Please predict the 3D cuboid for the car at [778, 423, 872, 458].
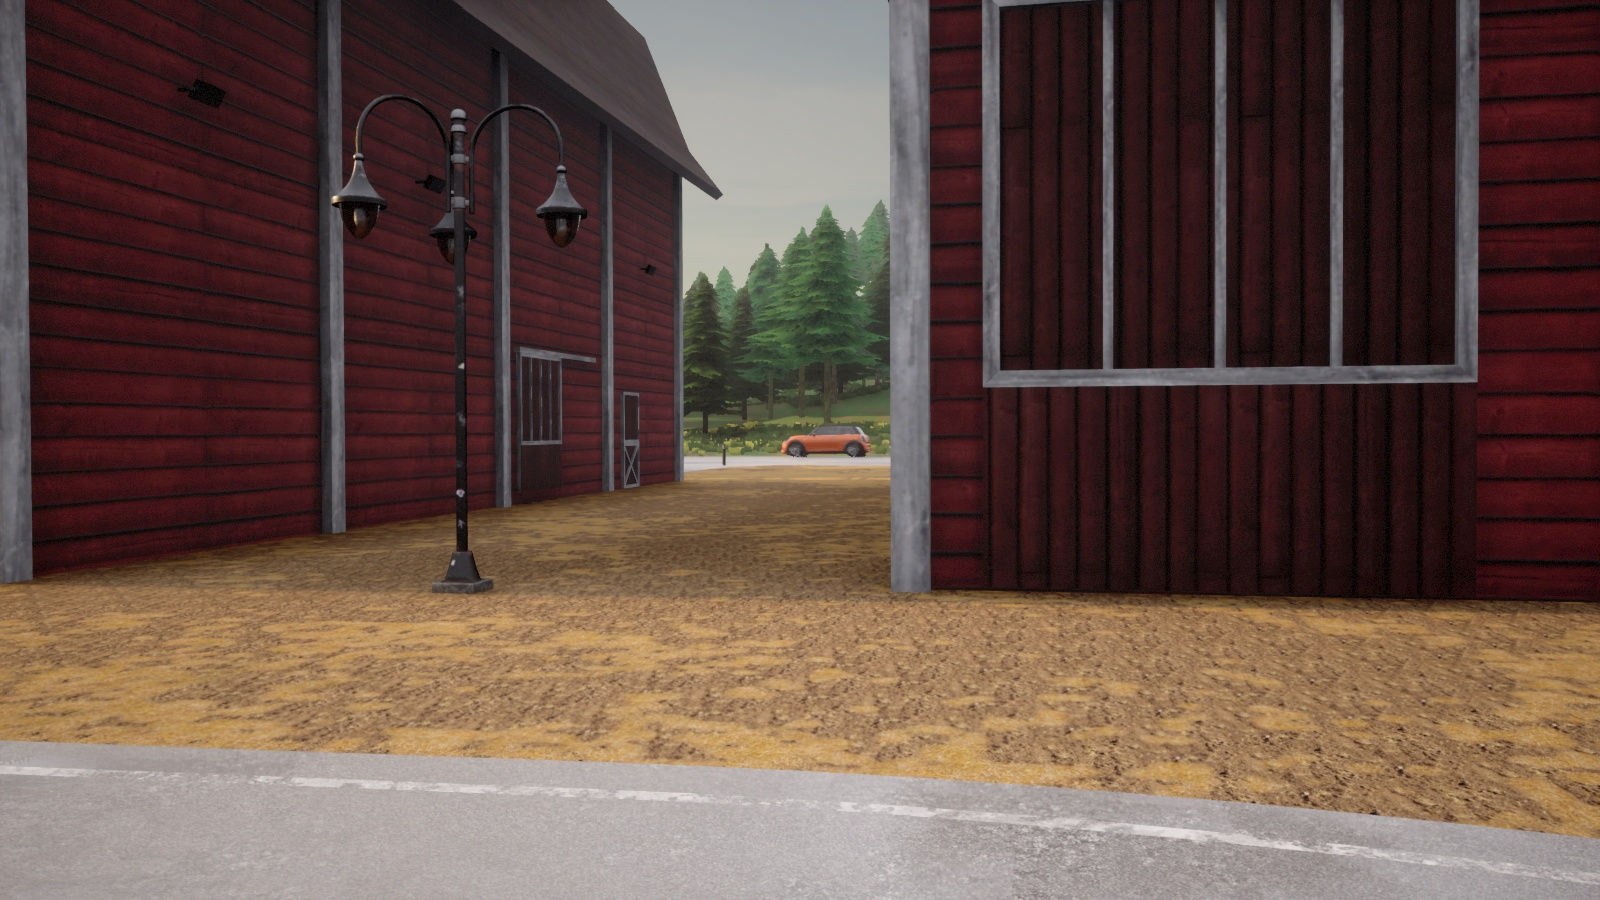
[{"bbox_3d":[1.301,-0.490,64.979,4.553,1.767,2.097,0,1,12],"label":"car"}]
